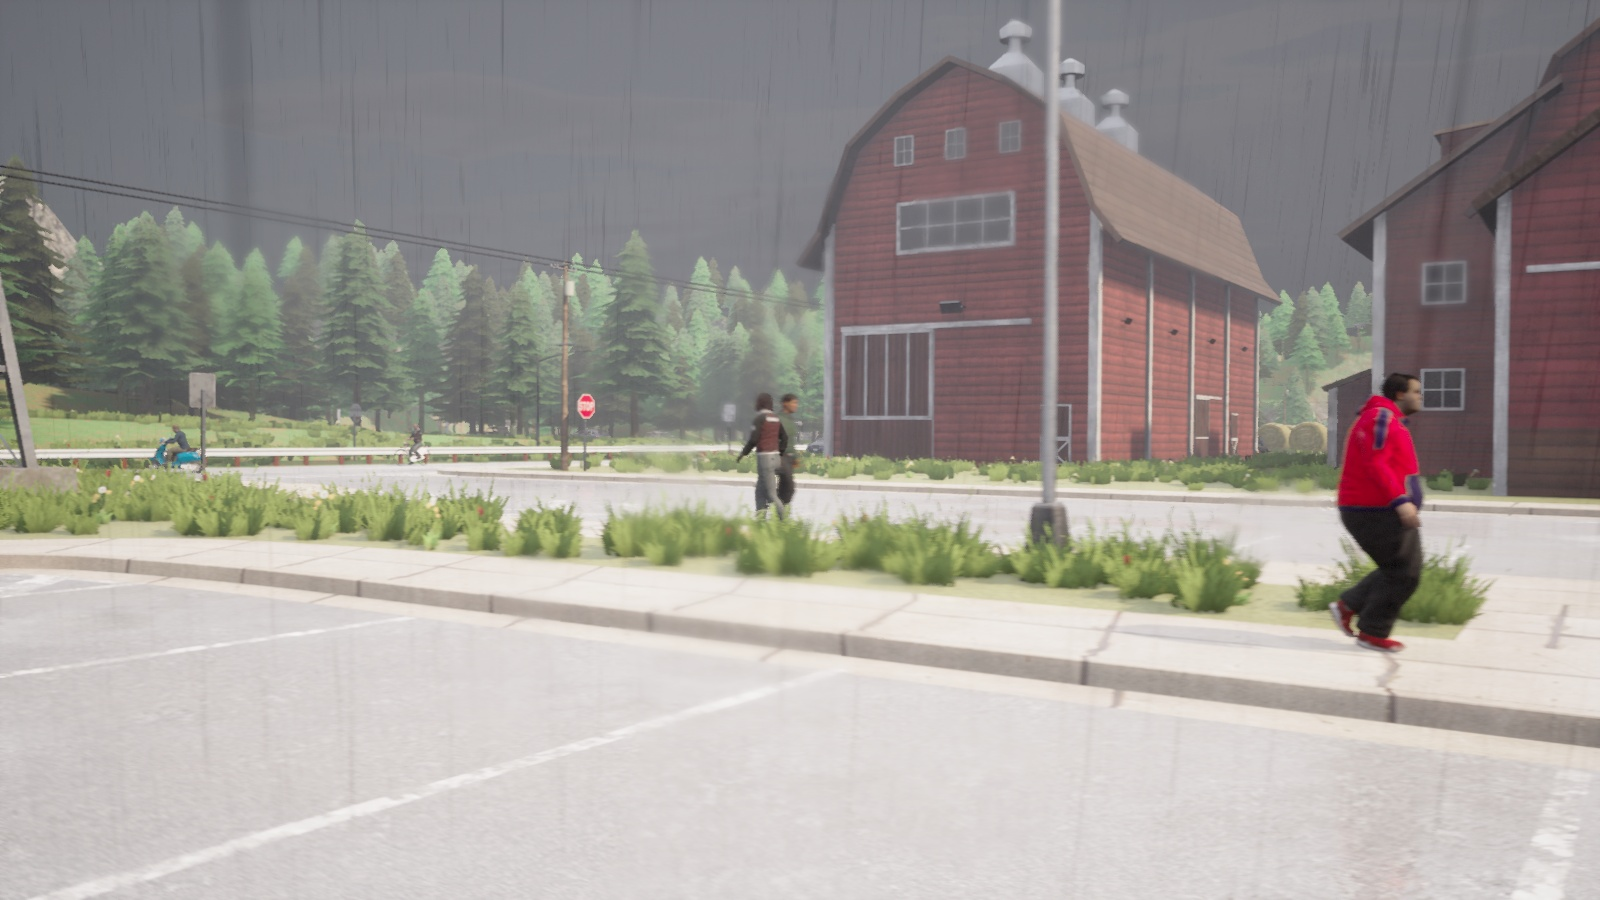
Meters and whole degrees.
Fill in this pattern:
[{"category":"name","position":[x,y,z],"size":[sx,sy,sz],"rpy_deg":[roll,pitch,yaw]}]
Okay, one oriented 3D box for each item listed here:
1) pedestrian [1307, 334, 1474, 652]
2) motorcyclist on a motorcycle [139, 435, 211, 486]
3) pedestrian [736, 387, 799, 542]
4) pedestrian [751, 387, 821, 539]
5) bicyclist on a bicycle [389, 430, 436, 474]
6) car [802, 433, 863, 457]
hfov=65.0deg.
[{"category":"pedestrian","position":[3.656,0.247,7.767],"size":[0.899,1.844,0.634],"rpy_deg":[0,1,28]},{"category":"motorcyclist on a motorcycle","position":[-20.049,0.333,40.306],"size":[1.817,1.590,0.866],"rpy_deg":[-1,3,-5]},{"category":"pedestrian","position":[-0.407,0.176,15.910],"size":[0.666,1.930,0.402],"rpy_deg":[0,1,29]},{"category":"pedestrian","position":[-0.182,0.167,16.490],"size":[0.788,1.949,0.423],"rpy_deg":[0,1,29]},{"category":"bicyclist on a bicycle","position":[-15.907,0.059,51.569],"size":[0.659,1.776,1.843],"rpy_deg":[0,1,34]},{"category":"car","position":[2.076,-0.330,78.517],"size":[1.816,1.474,4.193],"rpy_deg":[0,1,34]}]
